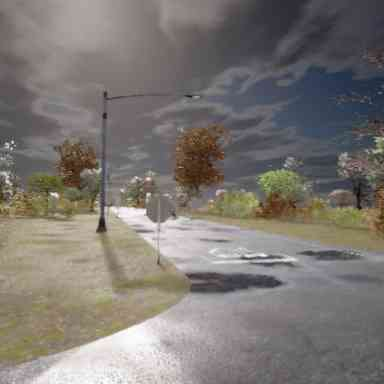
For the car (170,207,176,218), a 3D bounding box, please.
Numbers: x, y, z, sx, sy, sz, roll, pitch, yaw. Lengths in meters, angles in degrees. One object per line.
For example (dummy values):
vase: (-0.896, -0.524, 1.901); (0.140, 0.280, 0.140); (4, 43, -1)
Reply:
car: (-3.591, 2.949, 48.742); (1.837, 1.490, 4.892); (1, -2, -15)
